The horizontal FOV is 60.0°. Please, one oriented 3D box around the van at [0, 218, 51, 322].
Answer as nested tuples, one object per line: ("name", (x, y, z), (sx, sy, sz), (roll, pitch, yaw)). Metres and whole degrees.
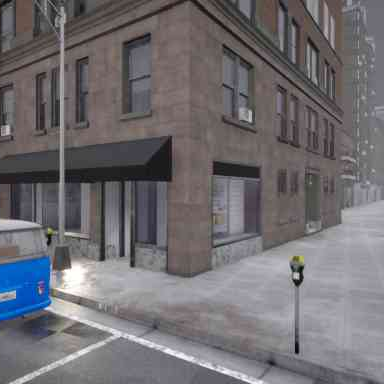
("van", (-4.308, 1.340, 6.092), (3.998, 1.788, 1.690), (0, 0, 35))
